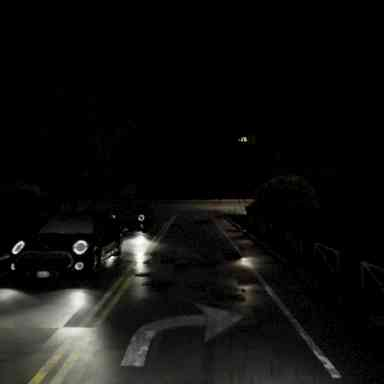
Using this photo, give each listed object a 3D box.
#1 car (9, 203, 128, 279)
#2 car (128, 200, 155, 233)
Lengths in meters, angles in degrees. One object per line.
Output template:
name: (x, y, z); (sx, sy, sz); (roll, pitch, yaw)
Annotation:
car: (-3.577, 1.393, 10.255); (2.097, 1.767, 4.553); (0, 0, 0)
car: (-3.524, 1.409, 20.017); (2.097, 1.767, 4.553); (0, 0, 1)
